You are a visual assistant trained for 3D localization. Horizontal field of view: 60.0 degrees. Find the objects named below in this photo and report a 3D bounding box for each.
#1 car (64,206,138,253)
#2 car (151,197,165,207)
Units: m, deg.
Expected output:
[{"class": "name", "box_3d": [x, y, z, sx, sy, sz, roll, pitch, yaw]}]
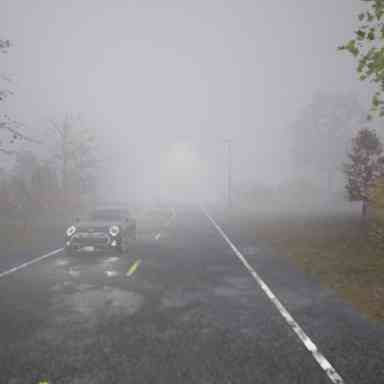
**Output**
[{"class": "car", "box_3d": [-3.624, 1.416, 13.990, 2.097, 1.767, 4.553, 0, 0, 0]}, {"class": "car", "box_3d": [-5.667, 1.556, 55.032, 2.097, 1.767, 4.553, 0, 0, -7]}]
